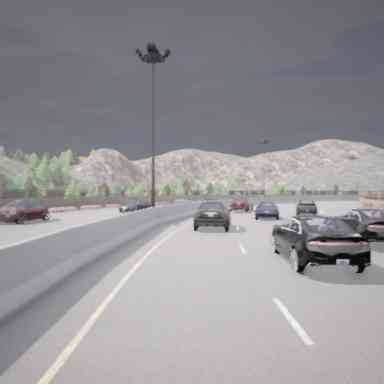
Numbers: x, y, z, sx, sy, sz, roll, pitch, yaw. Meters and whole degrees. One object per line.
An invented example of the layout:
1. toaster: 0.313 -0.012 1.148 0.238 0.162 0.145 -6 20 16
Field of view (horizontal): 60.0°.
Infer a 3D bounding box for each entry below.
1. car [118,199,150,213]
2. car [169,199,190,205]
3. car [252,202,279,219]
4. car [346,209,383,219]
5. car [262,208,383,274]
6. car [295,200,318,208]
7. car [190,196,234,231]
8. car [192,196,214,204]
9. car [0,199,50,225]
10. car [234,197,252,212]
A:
1. car: -6.184 1.492 36.030 2.128 1.511 4.902 0 0 17
2. car: -1.308 1.526 39.791 1.812 1.442 4.674 0 0 20
3. car: 6.559 1.565 28.942 1.994 1.385 4.181 0 0 14
4. car: 7.595 1.492 14.658 2.128 1.511 4.902 0 0 5
5. car: 3.789 1.492 10.547 2.128 1.511 4.902 0 0 2
6. car: 11.190 1.492 32.515 2.128 1.511 4.902 0 0 17
7. car: 1.371 1.352 20.981 2.097 1.767 4.553 0 0 8
8. car: 2.123 1.489 63.213 2.128 1.511 4.902 0 0 32
9. car: -12.432 1.352 24.212 2.097 1.767 4.553 0 0 10
10. car: 5.821 1.352 38.362 2.097 1.767 4.553 0 0 19
